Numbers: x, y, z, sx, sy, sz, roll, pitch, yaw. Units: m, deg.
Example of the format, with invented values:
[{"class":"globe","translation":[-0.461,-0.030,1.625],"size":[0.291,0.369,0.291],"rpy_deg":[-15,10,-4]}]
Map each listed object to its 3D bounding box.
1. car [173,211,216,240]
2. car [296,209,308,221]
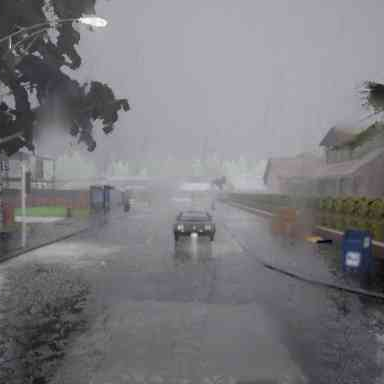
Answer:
[{"class":"car","translation":[0.103,1.575,16.717],"size":[1.895,1.301,4.718],"rpy_deg":[0,0,0]},{"class":"car","translation":[8.888,1.324,20.760],"size":[5.357,1.415,2.033],"rpy_deg":[0,0,3]}]
